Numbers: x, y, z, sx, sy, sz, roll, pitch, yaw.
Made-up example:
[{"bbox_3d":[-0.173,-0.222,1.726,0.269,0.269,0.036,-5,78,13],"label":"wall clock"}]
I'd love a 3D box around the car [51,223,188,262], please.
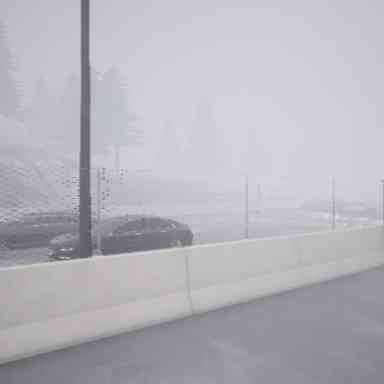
[{"bbox_3d":[-2.189,1.537,11.200,4.892,1.490,1.837,0,0,-37],"label":"car"}]
